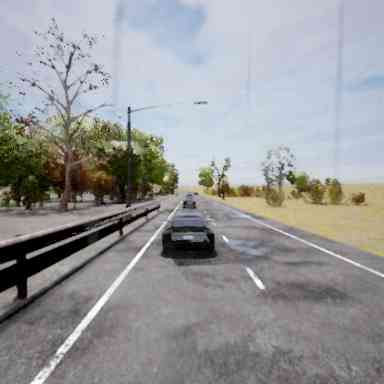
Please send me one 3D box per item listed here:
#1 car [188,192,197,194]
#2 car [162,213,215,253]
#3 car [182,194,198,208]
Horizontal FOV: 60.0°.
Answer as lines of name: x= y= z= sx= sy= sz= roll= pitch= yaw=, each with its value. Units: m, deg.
car: x=-0.559 y=1.337 z=80.429 sx=2.097 sy=1.767 sz=4.553 roll=0 pitch=0 yaw=0
car: x=-0.138 y=1.569 z=13.684 sx=1.994 sy=1.385 sz=4.181 roll=0 pitch=0 yaw=0
car: x=-0.351 y=1.496 z=47.449 sx=2.128 sy=1.511 sz=4.902 roll=0 pitch=0 yaw=0
